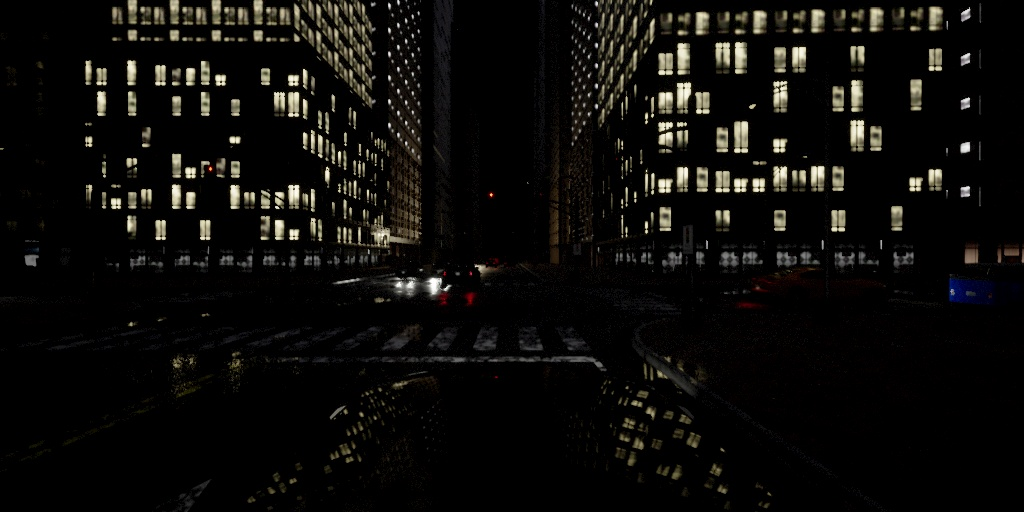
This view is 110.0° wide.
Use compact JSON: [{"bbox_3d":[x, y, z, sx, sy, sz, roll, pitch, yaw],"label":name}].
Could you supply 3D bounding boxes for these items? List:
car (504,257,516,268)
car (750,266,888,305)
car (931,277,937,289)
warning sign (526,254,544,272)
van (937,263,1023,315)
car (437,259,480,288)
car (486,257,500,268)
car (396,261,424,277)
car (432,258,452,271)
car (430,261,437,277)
[{"bbox_3d":[-0.380,1.420,63.851,1.994,1.385,4.181,0,0,0],"label":"car"},{"bbox_3d":[13.275,1.248,15.654,5.008,1.535,1.882,0,0,3],"label":"car"},{"bbox_3d":[26.808,1.354,20.532,4.207,1.307,1.802,0,0,2],"label":"car"},{"bbox_3d":[2.611,0.906,40.854,1.300,1.860,1.060,0,0,0],"label":"warning sign"},{"bbox_3d":[18.292,1.118,12.792,3.998,1.789,1.690,0,0,2],"label":"van"},{"bbox_3d":[-3.285,1.114,23.731,2.097,1.767,4.553,0,0,0],"label":"car"},{"bbox_3d":[-3.628,1.380,63.414,1.812,1.442,4.674,0,0,0],"label":"car"},{"bbox_3d":[-10.053,1.273,35.627,2.128,1.511,4.902,0,0,0],"label":"car"},{"bbox_3d":[-10.146,1.172,52.254,2.097,1.767,4.553,0,0,0],"label":"car"},{"bbox_3d":[-6.803,1.273,35.617,2.128,1.511,4.902,0,0,0],"label":"car"}]
